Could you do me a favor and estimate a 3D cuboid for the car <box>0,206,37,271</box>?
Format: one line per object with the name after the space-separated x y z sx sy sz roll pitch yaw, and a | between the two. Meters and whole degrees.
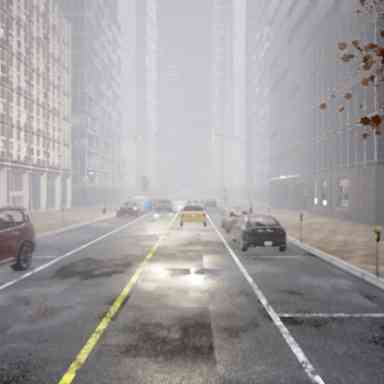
-5.703 1.329 8.177 2.192 1.841 5.009 0 0 0 | car

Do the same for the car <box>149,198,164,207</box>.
-5.742 1.635 53.715 1.947 1.339 4.313 0 0 0 | car

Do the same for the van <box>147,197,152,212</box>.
-5.727 1.395 36.637 1.690 1.788 3.998 0 0 0 | van

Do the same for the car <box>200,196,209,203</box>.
2.624 1.622 70.793 1.887 1.381 4.507 0 0 0 | car

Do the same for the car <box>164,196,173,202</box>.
-5.767 1.625 82.176 1.887 1.381 4.507 0 0 0 | car

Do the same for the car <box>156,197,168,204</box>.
-5.752 1.641 65.099 1.947 1.339 4.313 0 0 0 | car

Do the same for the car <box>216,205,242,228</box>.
2.669 1.558 19.729 1.752 1.417 4.829 0 0 0 | car

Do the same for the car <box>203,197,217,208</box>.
2.644 1.631 48.022 1.947 1.339 4.313 0 0 0 | car

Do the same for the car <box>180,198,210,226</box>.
0.078 1.496 23.744 1.801 1.575 5.366 0 0 0 | car

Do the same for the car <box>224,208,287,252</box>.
2.674 1.574 13.865 2.008 1.369 4.403 0 0 0 | car

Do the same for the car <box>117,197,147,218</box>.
-5.722 1.488 30.946 1.967 1.590 4.097 0 0 0 | car

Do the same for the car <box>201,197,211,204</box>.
2.629 1.657 65.099 1.802 1.307 4.206 0 0 0 | car

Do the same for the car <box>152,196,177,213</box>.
-3.130 1.533 38.189 1.882 1.535 5.008 0 0 0 | car

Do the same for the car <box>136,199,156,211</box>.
-5.732 1.626 42.331 1.947 1.339 4.313 0 0 0 | car

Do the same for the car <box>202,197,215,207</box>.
2.639 1.613 53.714 1.887 1.381 4.507 0 0 0 | car
